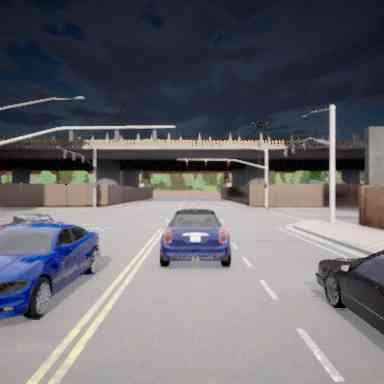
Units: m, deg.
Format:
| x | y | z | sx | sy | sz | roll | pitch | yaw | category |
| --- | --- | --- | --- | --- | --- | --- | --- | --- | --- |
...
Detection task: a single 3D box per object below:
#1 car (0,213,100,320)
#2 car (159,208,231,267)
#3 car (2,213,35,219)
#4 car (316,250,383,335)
| x | y | z | sx | sy | sz | roll | pitch | yaw | category |
| --- | --- | --- | --- | --- | --- | --- | --- | --- | --- |
| -3.558 | 1.463 | 7.542 | 1.882 | 1.535 | 5.008 | 0 | 0 | 0 | car |
| 0.100 | 1.330 | 11.505 | 2.097 | 1.767 | 4.553 | 0 | 0 | 0 | car |
| -7.000 | 1.574 | 13.702 | 1.895 | 1.301 | 4.718 | 0 | 0 | 0 | car |
| 3.600 | 1.538 | 4.777 | 2.033 | 1.411 | 5.357 | 0 | 0 | 0 | car |
